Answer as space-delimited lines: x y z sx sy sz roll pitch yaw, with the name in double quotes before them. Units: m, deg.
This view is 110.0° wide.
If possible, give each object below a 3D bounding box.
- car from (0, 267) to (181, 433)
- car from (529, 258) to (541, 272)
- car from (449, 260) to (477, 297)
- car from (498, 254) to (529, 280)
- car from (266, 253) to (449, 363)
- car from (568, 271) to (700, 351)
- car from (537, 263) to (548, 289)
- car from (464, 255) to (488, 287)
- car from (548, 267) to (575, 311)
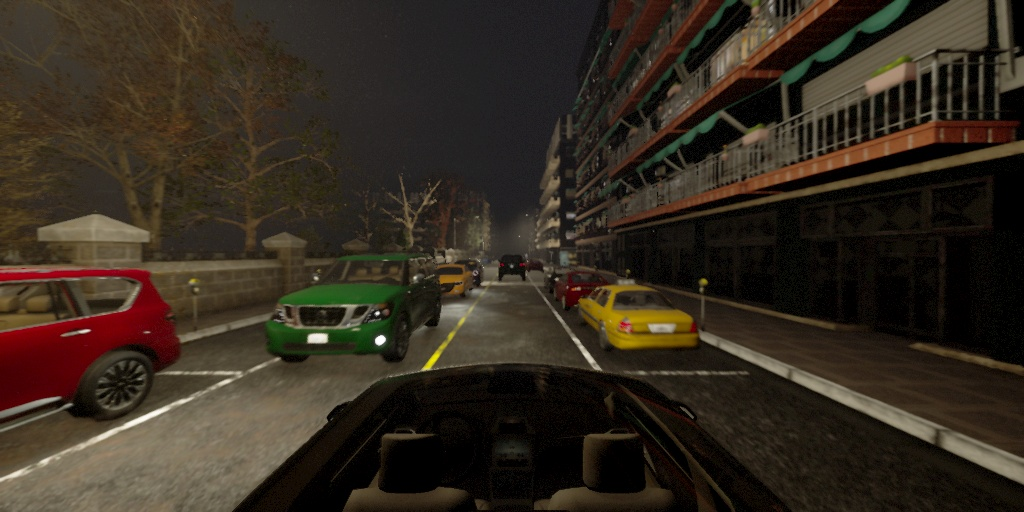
"car" -5.691 1.059 3.029 2.192 1.841 5.009 0 0 0
"car" 2.676 1.150 41.778 1.888 1.381 4.507 0 0 0
"car" -3.095 1.165 18.444 1.882 1.535 5.008 0 0 0
"car" 0.009 0.869 29.551 2.150 2.045 5.566 0 0 0
"car" -3.105 0.946 8.453 2.150 2.045 5.566 0 0 0
"car" 2.687 1.249 8.737 1.751 1.417 4.829 0 0 0
"car" 2.683 1.234 19.638 2.007 1.370 4.403 0 0 0
"car" -3.009 1.021 23.766 2.097 1.767 4.553 0 0 0
"car" 2.685 1.249 14.102 1.888 1.381 4.507 0 0 0
